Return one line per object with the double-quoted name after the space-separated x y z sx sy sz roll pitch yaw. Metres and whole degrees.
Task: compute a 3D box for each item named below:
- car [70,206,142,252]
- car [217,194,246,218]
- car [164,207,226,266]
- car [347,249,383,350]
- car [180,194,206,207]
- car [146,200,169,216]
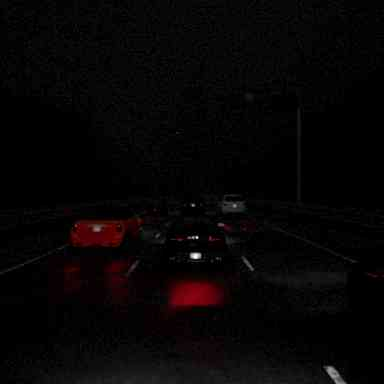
-3.403 1.348 14.019 2.097 1.767 4.553 0 0 0 "car"
3.596 1.230 30.758 2.150 2.045 5.566 0 0 0 "car"
0.098 1.501 11.563 1.837 1.490 4.892 0 0 0 "car"
3.600 1.220 3.073 2.150 2.045 5.566 0 0 0 "car"
0.095 1.230 30.881 2.150 2.045 5.566 0 0 0 "car"
-3.406 1.490 33.205 1.882 1.535 5.008 0 0 0 "car"
